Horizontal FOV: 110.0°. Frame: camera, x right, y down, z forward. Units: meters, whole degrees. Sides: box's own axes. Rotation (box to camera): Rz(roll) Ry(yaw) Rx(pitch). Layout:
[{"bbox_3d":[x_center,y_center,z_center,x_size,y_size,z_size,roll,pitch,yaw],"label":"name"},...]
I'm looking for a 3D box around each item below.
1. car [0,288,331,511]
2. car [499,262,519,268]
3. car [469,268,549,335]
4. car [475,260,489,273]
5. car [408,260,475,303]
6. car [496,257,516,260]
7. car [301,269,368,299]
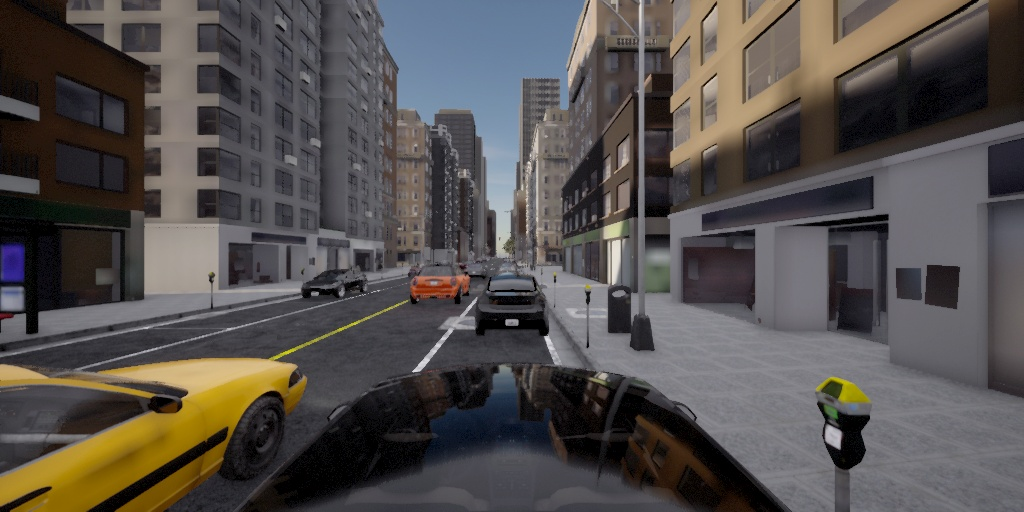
[{"bbox_3d":[-3.146,1.205,1.693,1.801,1.575,5.366,0,0,0],"label":"car"},{"bbox_3d":[-0.288,1.300,23.738,2.007,1.370,4.403,0,0,0],"label":"car"},{"bbox_3d":[0.000,1.253,10.500,1.837,1.490,4.892,0,0,0],"label":"car"},{"bbox_3d":[-3.145,1.324,31.625,1.994,1.385,4.181,0,0,0],"label":"car"},{"bbox_3d":[-3.145,1.117,16.595,2.097,1.767,4.553,0,0,0],"label":"car"},{"bbox_3d":[-0.288,1.065,40.309,2.192,1.841,5.009,0,0,0],"label":"car"},{"bbox_3d":[-8.813,1.316,18.202,1.948,1.339,4.313,0,0,0],"label":"car"}]
